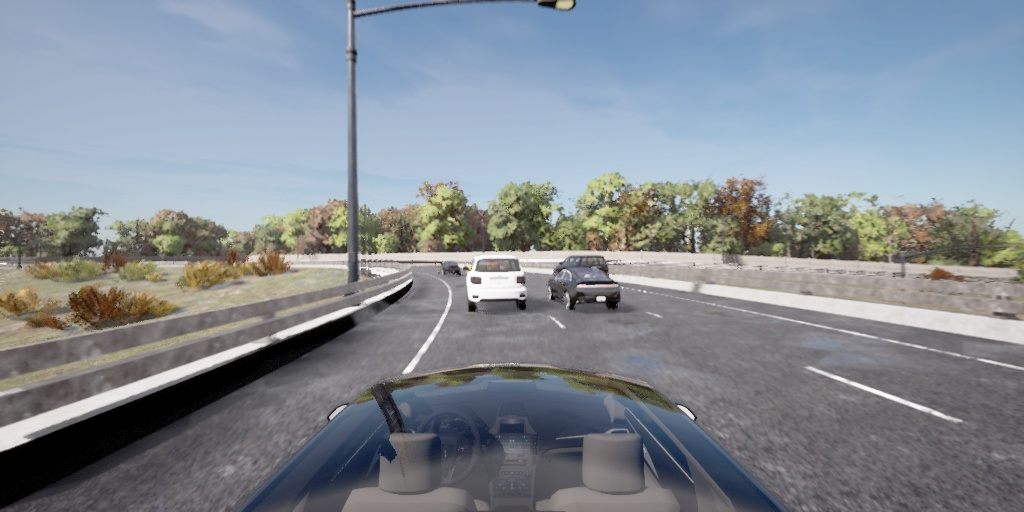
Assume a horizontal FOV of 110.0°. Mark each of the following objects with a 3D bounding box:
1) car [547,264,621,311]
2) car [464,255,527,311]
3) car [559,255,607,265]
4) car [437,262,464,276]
[{"bbox_3d":[2.703,1.234,14.485,2.128,1.511,4.902,0,0,-7],"label":"car"},{"bbox_3d":[-0.797,0.998,14.895,2.150,2.045,5.566,0,0,-8],"label":"car"},{"bbox_3d":[4.636,0.959,24.537,2.150,2.045,5.566,0,0,-12],"label":"car"},{"bbox_3d":[-6.868,1.373,38.885,1.837,1.490,4.892,0,0,-21],"label":"car"}]
